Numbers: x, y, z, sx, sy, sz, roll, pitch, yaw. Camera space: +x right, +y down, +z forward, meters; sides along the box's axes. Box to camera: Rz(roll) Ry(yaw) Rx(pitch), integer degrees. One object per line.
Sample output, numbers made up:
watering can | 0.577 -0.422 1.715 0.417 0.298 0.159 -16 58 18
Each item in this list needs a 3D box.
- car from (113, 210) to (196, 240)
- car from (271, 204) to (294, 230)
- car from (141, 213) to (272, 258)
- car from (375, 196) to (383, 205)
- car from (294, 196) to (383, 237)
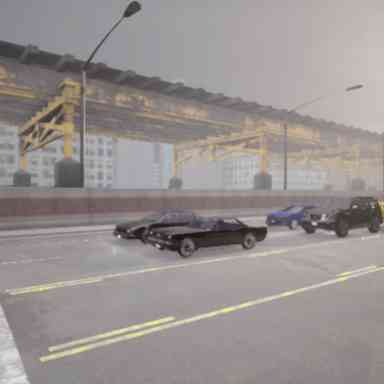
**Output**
car | -1.026 1.573 16.153 5.357 1.411 2.033 0 0 -35
car | 7.031 1.533 21.887 5.008 1.535 1.882 0 0 -35
car | 0.662 1.625 13.072 4.718 1.301 1.895 0 0 -33
car | 38.783 1.660 64.960 4.974 1.542 2.038 0 0 -7
car | 8.511 1.275 18.645 5.566 2.045 2.150 0 0 -35
